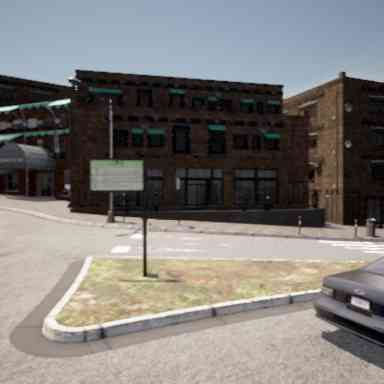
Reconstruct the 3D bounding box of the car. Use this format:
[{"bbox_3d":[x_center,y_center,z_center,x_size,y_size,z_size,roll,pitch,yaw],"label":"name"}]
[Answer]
[{"bbox_3d":[4.649,1.740,5.863,5.357,1.411,2.033,3,-1,-26],"label":"car"}]
